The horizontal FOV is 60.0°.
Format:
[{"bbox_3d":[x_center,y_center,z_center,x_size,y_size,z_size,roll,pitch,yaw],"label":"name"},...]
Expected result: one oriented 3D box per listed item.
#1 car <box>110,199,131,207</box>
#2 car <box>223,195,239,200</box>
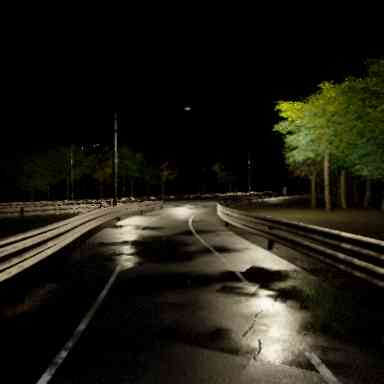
[{"bbox_3d":[-10.922,1.942,53.600,1.882,1.535,5.008,0,1,35],"label":"car"},{"bbox_3d":[9.862,1.336,83.399,2.033,1.411,5.357,0,1,35],"label":"car"}]
